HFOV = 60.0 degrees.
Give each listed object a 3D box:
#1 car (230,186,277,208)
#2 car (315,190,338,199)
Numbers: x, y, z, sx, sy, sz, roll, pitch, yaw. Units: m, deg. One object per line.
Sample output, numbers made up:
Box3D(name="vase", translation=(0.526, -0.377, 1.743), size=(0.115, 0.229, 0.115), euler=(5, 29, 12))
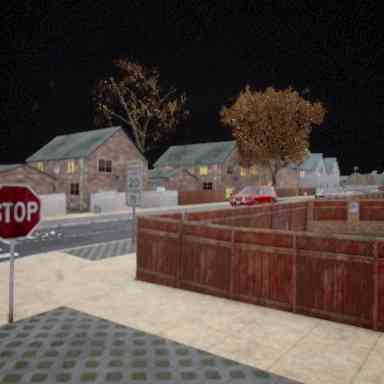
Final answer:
Box3D(name="car", translation=(5.660, 0.498, 30.120), size=(2.150, 2.045, 5.566), euler=(2, 2, 40))
Box3D(name="car", translation=(18.022, 0.482, 44.555), size=(1.994, 1.385, 4.181), euler=(2, 2, 40))
